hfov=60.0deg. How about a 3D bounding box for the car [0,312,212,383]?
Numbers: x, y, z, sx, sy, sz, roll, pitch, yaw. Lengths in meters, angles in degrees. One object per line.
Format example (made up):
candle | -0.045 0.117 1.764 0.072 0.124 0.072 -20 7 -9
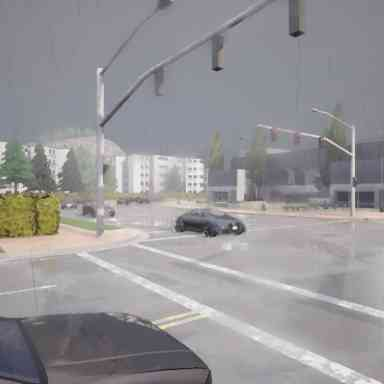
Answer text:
car | -2.361 1.547 2.080 5.357 1.411 2.033 0 0 -35

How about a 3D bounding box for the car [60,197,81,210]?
car | -15.836 1.493 42.887 2.128 1.511 4.902 0 0 -20

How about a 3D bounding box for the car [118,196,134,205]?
car | -12.061 1.492 58.853 2.128 1.511 4.902 0 0 -4

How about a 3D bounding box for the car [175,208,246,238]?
car | 0.870 1.565 17.738 1.994 1.385 4.181 0 0 -38

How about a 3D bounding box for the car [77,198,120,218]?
car | -8.561 1.525 30.104 1.812 1.442 4.674 0 0 -35

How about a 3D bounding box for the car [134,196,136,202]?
car | -11.381 1.477 68.885 1.882 1.535 5.008 0 0 14

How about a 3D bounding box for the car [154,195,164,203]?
car | -7.538 1.354 70.934 2.097 1.767 4.553 0 0 17

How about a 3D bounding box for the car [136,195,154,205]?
car | -8.632 1.505 61.169 1.837 1.490 4.892 0 0 -1
